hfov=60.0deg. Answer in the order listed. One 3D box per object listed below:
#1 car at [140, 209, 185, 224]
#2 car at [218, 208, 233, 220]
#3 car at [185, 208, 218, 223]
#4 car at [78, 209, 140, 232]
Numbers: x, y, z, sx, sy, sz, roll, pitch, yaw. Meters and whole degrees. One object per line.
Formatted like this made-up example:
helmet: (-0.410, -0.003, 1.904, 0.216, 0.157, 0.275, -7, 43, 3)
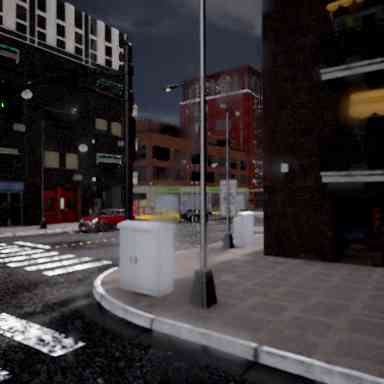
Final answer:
car: (-2.925, 2.100, 27.906, 1.752, 1.417, 4.829, -2, -2, 35)
car: (3.386, 2.309, 36.972, 1.752, 1.417, 4.829, -2, -2, 35)
car: (0.328, 2.248, 32.578, 1.947, 1.339, 4.313, -2, -2, 35)
car: (-5.983, 1.913, 23.515, 1.967, 1.590, 4.097, -2, -2, 35)
